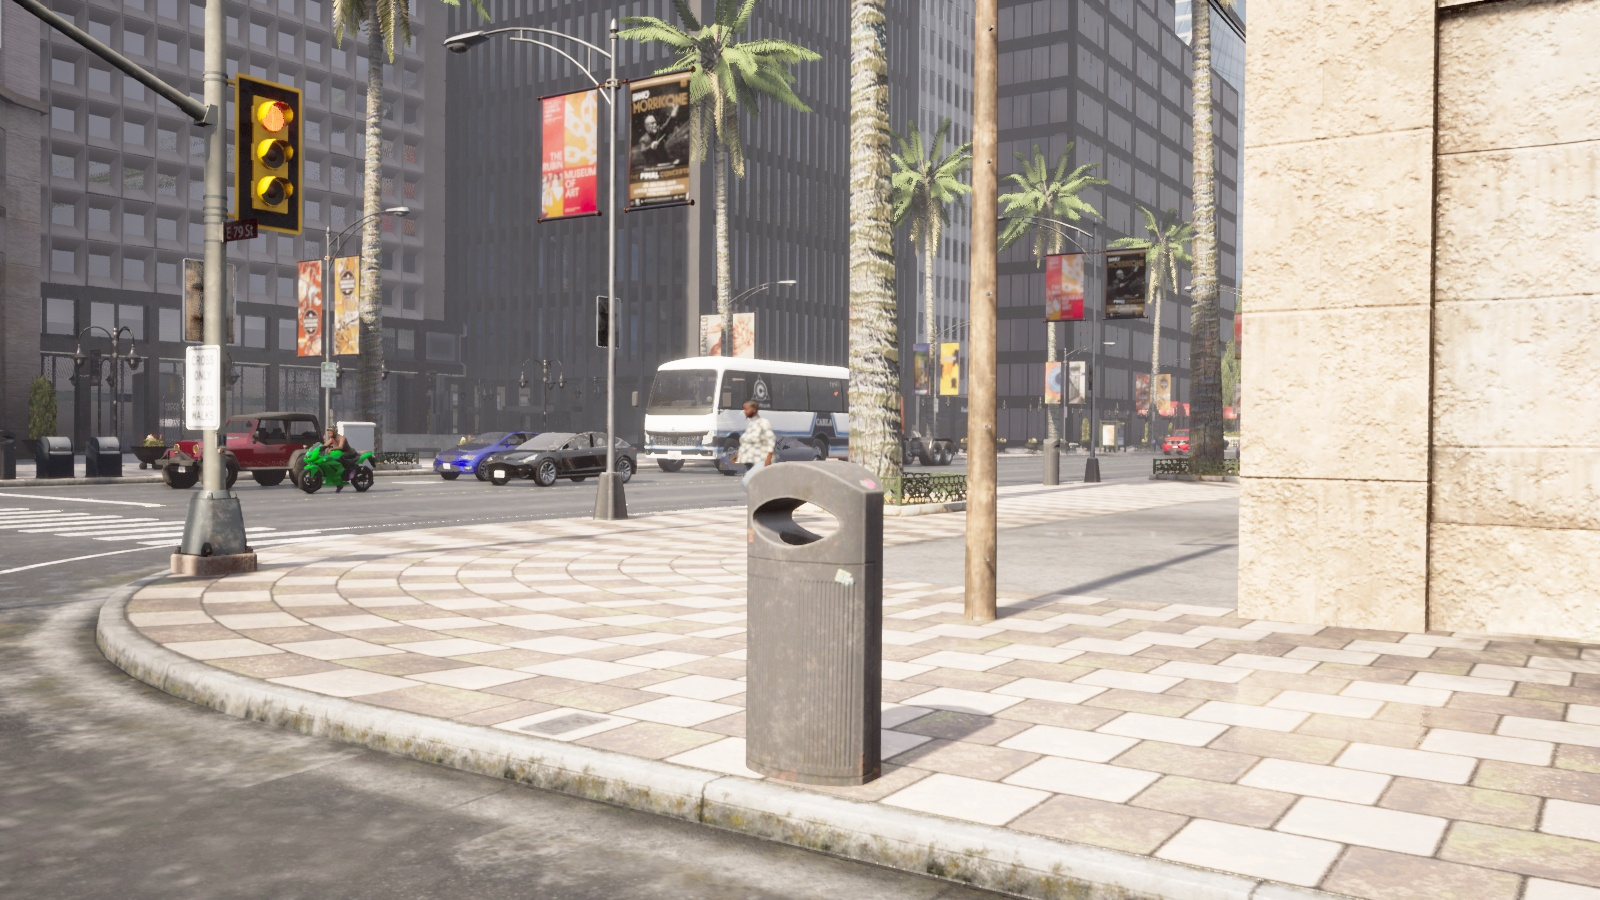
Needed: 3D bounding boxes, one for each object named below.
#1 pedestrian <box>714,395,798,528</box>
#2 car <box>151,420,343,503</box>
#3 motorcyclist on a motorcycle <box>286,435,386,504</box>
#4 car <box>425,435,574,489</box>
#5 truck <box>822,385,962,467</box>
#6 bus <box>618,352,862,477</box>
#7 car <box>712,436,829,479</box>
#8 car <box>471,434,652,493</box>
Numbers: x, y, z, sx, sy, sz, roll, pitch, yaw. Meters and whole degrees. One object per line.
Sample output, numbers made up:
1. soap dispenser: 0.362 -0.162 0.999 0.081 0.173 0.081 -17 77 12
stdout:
1. pedestrian: -0.641 0.147 18.101 0.900 1.855 0.874 -1 1 -27
2. car: -13.428 0.230 30.680 1.905 1.878 3.866 0 1 34
3. motorcyclist on a motorcycle: -10.567 0.418 28.681 0.797 1.523 2.044 0 1 34
4. car: -8.902 0.314 37.493 1.816 1.474 4.193 0 1 34
5. truck: 4.364 -1.074 57.412 2.891 3.462 7.936 0 1 33
6. bus: -1.975 -1.281 47.871 3.944 4.253 10.273 0 1 34
7. car: -0.953 0.215 43.117 1.994 1.385 4.181 0 1 33
8. car: -6.506 0.315 34.783 2.163 1.488 4.792 0 1 33
